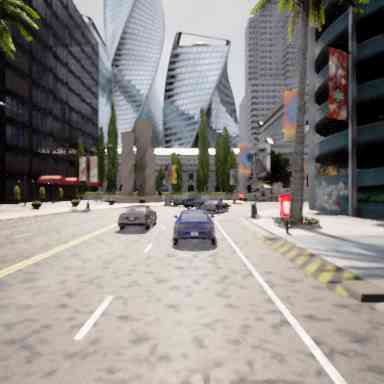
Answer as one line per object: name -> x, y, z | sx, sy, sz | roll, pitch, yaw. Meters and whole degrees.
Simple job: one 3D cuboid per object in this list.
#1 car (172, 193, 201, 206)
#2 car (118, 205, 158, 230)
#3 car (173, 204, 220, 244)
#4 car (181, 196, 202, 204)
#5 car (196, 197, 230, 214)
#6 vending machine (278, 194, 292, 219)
car -> -0.593, 1.230, 51.052 | 2.150, 2.045, 5.566 | 0, -1, 39
car -> -3.363, 1.550, 21.278 | 2.033, 1.411, 5.357 | 0, 0, 1
car -> 0.106, 1.527, 15.740 | 1.812, 1.442, 4.674 | 0, 0, 0
car -> 0.986, 1.606, 47.415 | 1.895, 1.301, 4.718 | 0, 0, 37
car -> 2.600, 1.551, 35.906 | 2.033, 1.411, 5.357 | 0, 0, 22
vending machine -> 7.813, 1.197, 27.946 | 1.100, 2.100, 0.880 | 0, 0, 10
